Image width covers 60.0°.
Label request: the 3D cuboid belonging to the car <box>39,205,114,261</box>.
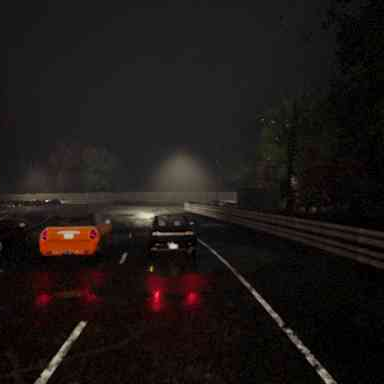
[{"bbox_3d":[-4.403,1.534,13.308,2.097,1.767,4.553,0,-1,-7],"label":"car"}]

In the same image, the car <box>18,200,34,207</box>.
[{"bbox_3d":[-37.839,2.554,74.262,4.902,1.511,2.128,-1,-1,43],"label":"car"}]

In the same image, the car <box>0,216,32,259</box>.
[{"bbox_3d":[-7.898,1.684,13.076,2.128,1.511,4.902,0,-1,-7],"label":"car"}]

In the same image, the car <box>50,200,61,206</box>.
[{"bbox_3d":[-32.871,2.564,79.194,4.892,1.490,1.837,-1,-1,43],"label":"car"}]

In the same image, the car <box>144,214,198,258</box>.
[{"bbox_3d":[-0.920,1.667,13.688,2.128,1.511,4.902,0,-1,-7],"label":"car"}]

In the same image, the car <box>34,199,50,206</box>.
[{"bbox_3d":[-35.333,2.401,76.709,4.553,1.767,2.097,-1,-1,43],"label":"car"}]
